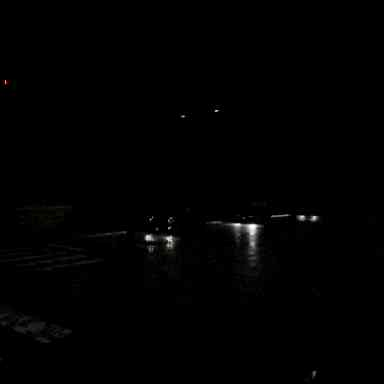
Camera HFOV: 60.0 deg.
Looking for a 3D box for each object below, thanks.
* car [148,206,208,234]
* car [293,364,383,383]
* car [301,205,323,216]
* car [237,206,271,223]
[{"bbox_3d":[-0.829,1.740,22.154,2.097,1.767,4.553,0,-1,35],"label":"car"},{"bbox_3d":[2.391,1.551,1.247,4.403,1.369,2.008,0,0,36],"label":"car"},{"bbox_3d":[17.012,2.512,47.092,1.882,1.535,5.008,0,-2,36],"label":"car"},{"bbox_3d":[6.020,2.138,31.788,1.837,1.490,4.892,0,-1,35],"label":"car"}]
